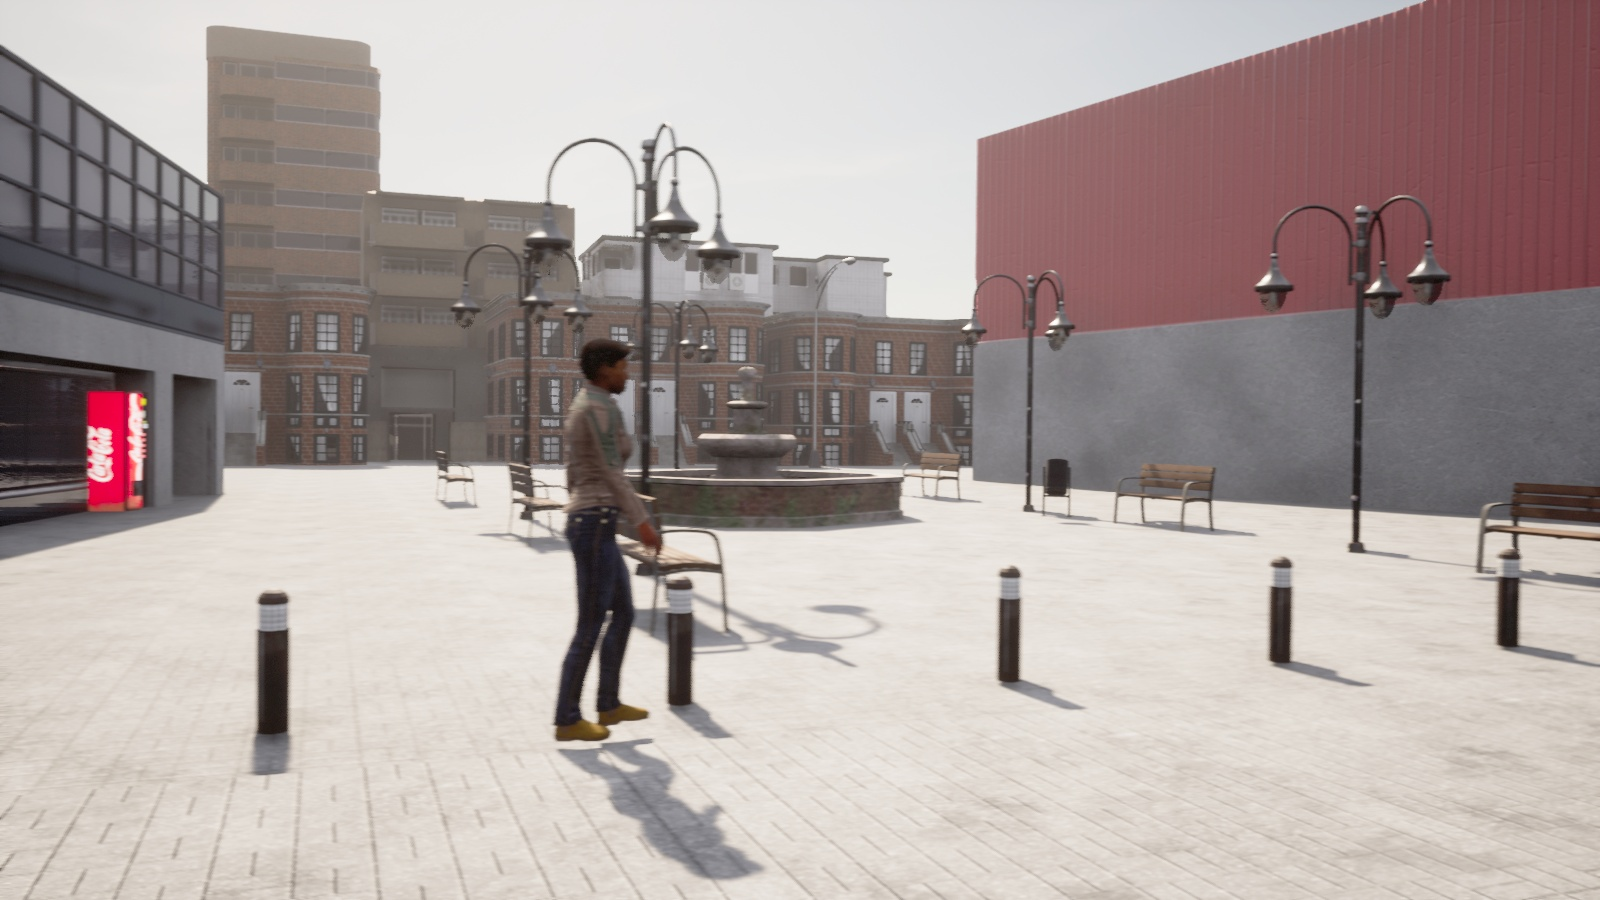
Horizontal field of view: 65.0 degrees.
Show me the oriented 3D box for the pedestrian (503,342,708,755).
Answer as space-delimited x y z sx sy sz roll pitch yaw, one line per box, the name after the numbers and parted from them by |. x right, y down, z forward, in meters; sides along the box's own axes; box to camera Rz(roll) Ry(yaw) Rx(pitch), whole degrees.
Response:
-0.897 0.424 5.772 0.869 1.805 0.328 -1 1 -17 | pedestrian
